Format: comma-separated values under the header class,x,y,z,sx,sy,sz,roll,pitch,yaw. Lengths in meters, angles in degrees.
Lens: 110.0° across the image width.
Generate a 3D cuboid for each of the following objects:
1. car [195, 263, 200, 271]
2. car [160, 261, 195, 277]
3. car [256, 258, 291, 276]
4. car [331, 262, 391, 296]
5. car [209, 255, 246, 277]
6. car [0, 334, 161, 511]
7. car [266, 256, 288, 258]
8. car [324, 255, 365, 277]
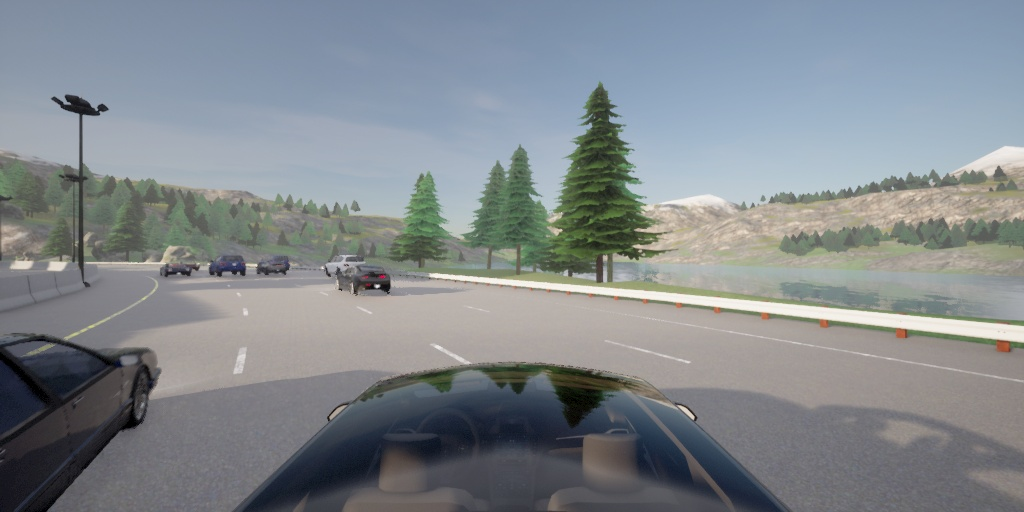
class,x,y,z,sx,sy,sz,roll,pitch,yaw
car,-43.087,1.343,47.320,4.718,1.301,1.895,0,0,34
car,-32.901,1.345,35.017,4.718,1.301,1.895,0,0,40
car,-25.200,1.231,37.509,4.902,1.511,2.128,-1,0,43
car,-8.198,1.250,19.633,1.837,1.490,4.892,1,-1,-39
car,-28.445,0.957,35.813,5.566,2.045,2.150,-2,-1,41
car,-4.214,1.297,2.363,2.033,1.411,5.357,0,0,-33
car,-31.402,0.963,47.401,5.566,2.045,2.150,0,0,37
car,-15.350,0.964,32.996,2.150,2.045,5.566,0,0,-45
